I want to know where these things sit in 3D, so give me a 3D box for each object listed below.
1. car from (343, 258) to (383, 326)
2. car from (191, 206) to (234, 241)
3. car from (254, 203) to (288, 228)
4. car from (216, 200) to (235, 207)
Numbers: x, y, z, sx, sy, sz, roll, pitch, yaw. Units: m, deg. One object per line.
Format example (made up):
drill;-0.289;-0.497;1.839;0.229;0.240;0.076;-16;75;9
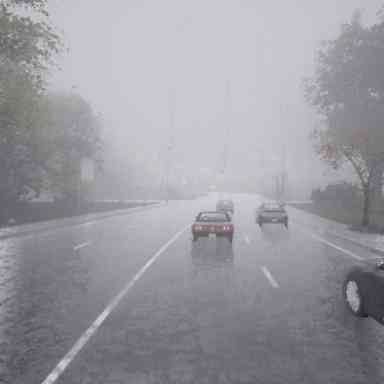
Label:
car;3.788;1.514;4.544;1.837;1.490;4.892;0;0;2
car;1.097;1.597;16.645;1.895;1.301;4.718;0;0;5
car;5.296;1.498;22.552;2.128;1.511;4.902;0;0;7
car;3.468;1.514;34.805;2.033;1.411;5.357;0;0;9
